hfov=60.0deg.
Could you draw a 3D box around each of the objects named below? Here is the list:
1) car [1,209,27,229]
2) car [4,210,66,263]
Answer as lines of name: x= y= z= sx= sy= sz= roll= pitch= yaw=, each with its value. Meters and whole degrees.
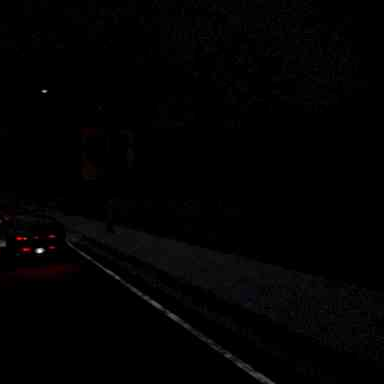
car: x=-13.508 y=1.929 z=25.661 sx=1.895 sy=1.301 sz=4.718 roll=0 pitch=-1 yaw=-30
car: x=-6.132 y=1.655 z=12.893 sx=1.837 sy=1.490 sz=4.892 roll=0 pitch=0 yaw=-30
